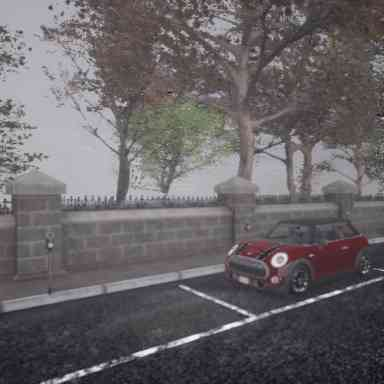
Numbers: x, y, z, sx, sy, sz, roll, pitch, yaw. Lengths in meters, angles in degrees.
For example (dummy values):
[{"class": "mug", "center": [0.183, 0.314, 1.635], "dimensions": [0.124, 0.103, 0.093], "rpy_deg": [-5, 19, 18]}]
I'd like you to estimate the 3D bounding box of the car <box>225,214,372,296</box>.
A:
[{"class": "car", "center": [2.781, 1.425, 8.539], "dimensions": [4.097, 1.590, 1.967], "rpy_deg": [0, 0, -35]}]
